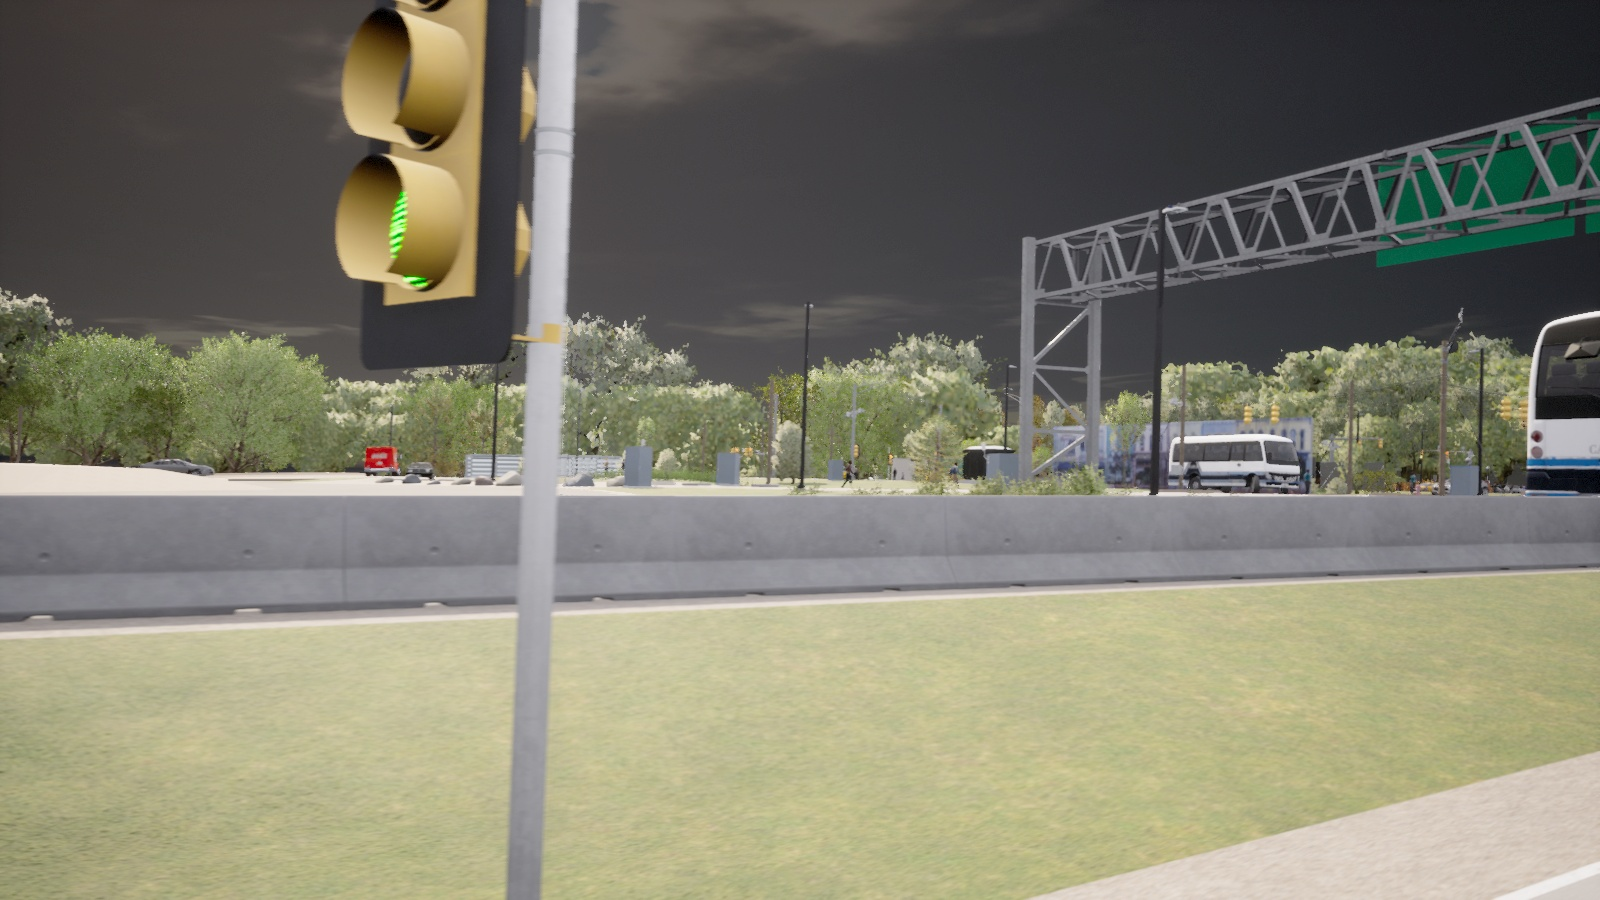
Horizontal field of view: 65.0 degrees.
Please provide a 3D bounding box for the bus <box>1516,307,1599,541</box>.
[{"bbox_3d":[19.349,-0.412,24.819,10.273,4.253,3.944,1,-1,-26],"label":"bus"}]

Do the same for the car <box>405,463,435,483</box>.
[{"bbox_3d":[-28.415,1.694,94.041,1.895,1.301,4.718,2,0,-14],"label":"car"}]

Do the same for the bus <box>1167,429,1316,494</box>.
[{"bbox_3d":[31.347,0.928,89.857,3.944,4.253,10.273,3,-2,-25],"label":"bus"}]
